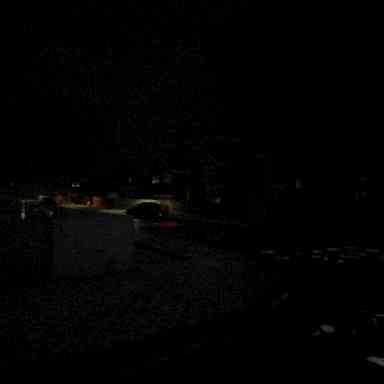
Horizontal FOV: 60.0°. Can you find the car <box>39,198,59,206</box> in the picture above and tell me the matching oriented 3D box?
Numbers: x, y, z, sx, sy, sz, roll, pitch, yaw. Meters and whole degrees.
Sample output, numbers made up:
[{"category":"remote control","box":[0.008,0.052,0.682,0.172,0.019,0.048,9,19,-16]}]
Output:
[{"category":"car","box":[-19.874,1.616,46.032,1.837,1.490,4.892,1,0,-35]}]

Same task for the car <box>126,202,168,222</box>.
[{"category":"car","box":[-3.889,1.616,28.037,1.882,1.535,5.008,1,-1,-35]}]
